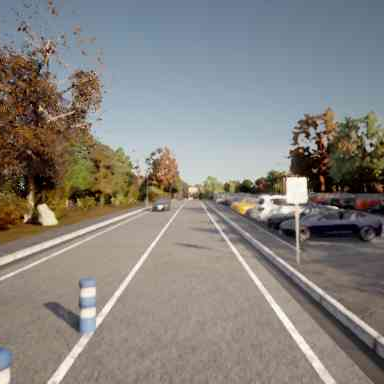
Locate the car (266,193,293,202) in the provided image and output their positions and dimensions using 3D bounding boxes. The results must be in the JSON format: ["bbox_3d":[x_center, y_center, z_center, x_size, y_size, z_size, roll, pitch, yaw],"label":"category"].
[{"bbox_3d":[20.342,1.185,77.412,5.566,2.045,2.435,0,0,0],"label":"car"}]

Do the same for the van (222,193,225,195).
[{"bbox_3d":[7.183,1.173,49.763,4.442,1.987,1.878,0,0,0],"label":"van"}]

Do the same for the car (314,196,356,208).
[{"bbox_3d":[20.128,1.388,46.815,5.008,1.535,2.097,0,0,0],"label":"car"}]

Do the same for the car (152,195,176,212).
[{"bbox_3d":[-3.315,1.413,37.182,2.128,1.511,4.902,0,0,0],"label":"car"}]

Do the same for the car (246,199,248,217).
[{"bbox_3d":[7.049,1.491,24.788,5.366,1.575,1.946,0,0,0],"label":"car"}]

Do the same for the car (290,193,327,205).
[{"bbox_3d":[20.184,1.154,57.895,5.566,2.045,2.435,0,0,0],"label":"car"}]

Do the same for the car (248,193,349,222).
[{"bbox_3d":[6.869,1.263,22.012,5.566,2.045,2.435,0,0,0],"label":"car"}]

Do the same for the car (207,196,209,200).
[{"bbox_3d":[7.387,1.204,85.853,5.566,2.045,2.435,0,0,0],"label":"car"}]

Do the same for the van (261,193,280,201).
[{"bbox_3d":[20.321,1.223,85.731,4.442,1.987,1.878,0,-1,0],"label":"van"}]

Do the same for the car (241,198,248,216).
[{"bbox_3d":[6.892,1.475,27.566,4.892,1.521,2.231,0,0,0],"label":"car"}]

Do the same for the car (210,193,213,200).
[{"bbox_3d":[7.038,1.426,69.198,5.366,1.575,1.946,0,0,0],"label":"car"}]

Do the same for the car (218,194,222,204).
[{"bbox_3d":[7.059,1.433,52.540,4.792,1.488,2.163,0,0,0],"label":"car"}]

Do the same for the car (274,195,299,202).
[{"bbox_3d":[20.322,1.467,71.745,4.674,1.452,2.002,0,0,0],"label":"car"}]

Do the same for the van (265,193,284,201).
[{"bbox_3d":[20.531,1.219,82.826,4.442,1.987,1.878,0,0,0],"label":"van"}]

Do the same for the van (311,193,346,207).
[{"bbox_3d":[20.261,1.167,49.584,4.442,1.987,1.878,0,0,0],"label":"van"}]

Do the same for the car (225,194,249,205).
[{"bbox_3d":[6.993,1.396,41.435,4.892,1.521,2.231,0,0,0],"label":"car"}]

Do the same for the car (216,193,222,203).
[{"bbox_3d":[7.104,1.442,58.092,4.792,1.488,2.163,0,0,0],"label":"car"}]

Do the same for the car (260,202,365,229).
[{"bbox_3d":[6.824,1.533,19.238,5.008,1.535,2.097,0,0,0],"label":"car"}]

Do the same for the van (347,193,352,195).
[{"bbox_3d":[19.991,1.161,44.030,4.442,1.987,1.878,0,0,0],"label":"van"}]

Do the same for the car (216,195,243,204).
[{"bbox_3d":[7.185,1.422,63.644,4.892,1.521,2.231,0,0,0],"label":"car"}]

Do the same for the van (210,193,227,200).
[{"bbox_3d":[7.287,1.312,91.390,4.442,1.987,1.878,0,-1,0],"label":"van"}]

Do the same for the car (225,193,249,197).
[{"bbox_3d":[7.052,1.268,44.214,4.553,1.767,2.185,0,0,0],"label":"car"}]

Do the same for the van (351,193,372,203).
[{"bbox_3d":[20.150,1.184,35.865,4.442,1.987,1.878,0,0,0],"label":"van"}]

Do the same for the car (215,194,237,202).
[{"bbox_3d":[7.215,1.308,71.973,4.553,1.767,2.185,0,0,0],"label":"car"}]

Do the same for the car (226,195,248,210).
[{"bbox_3d":[6.769,1.413,36.016,5.366,1.575,1.946,0,0,0],"label":"car"}]

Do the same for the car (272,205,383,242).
[{"bbox_3d":[6.767,1.583,16.462,4.792,1.488,2.163,0,0,0],"label":"car"}]

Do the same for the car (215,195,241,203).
[{"bbox_3d":[7.195,1.426,66.420,4.892,1.521,2.231,0,0,0],"label":"car"}]

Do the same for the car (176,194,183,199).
[{"bbox_3d":[-3.005,1.186,77.867,1.812,1.442,4.674,0,0,0],"label":"car"}]

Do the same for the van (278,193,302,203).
[{"bbox_3d":[20.420,1.197,69.101,4.442,1.987,1.878,0,0,0],"label":"van"}]

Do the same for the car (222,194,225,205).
[{"bbox_3d":[7.073,1.424,46.987,4.792,1.488,2.163,0,0,0],"label":"car"}]

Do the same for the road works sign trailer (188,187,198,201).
[{"bbox_3d":[0.280,0.500,86.246,2.380,3.560,2.880,0,-1,-1],"label":"road works sign trailer"}]

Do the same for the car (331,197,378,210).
[{"bbox_3d":[20.107,1.418,41.278,4.792,1.488,2.163,0,0,0],"label":"car"}]

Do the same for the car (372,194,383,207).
[{"bbox_3d":[20.016,1.197,30.202,5.566,2.045,2.435,0,0,0],"label":"car"}]

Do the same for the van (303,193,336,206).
[{"bbox_3d":[20.050,1.171,52.357,4.442,1.987,1.878,0,0,0],"label":"van"}]

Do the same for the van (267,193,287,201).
[{"bbox_3d":[20.510,1.214,80.181,4.442,1.987,1.878,0,0,0],"label":"van"}]

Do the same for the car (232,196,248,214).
[{"bbox_3d":[6.723,1.451,30.343,5.366,1.575,1.946,0,0,0],"label":"car"}]

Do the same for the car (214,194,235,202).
[{"bbox_3d":[7.237,1.312,74.749,4.553,1.767,2.185,0,0,0],"label":"car"}]

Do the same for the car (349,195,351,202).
[{"bbox_3d":[20.085,1.426,38.638,4.792,1.488,2.163,0,0,0],"label":"car"}]

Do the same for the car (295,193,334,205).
[{"bbox_3d":[20.162,1.150,55.125,5.566,2.045,2.435,0,0,0],"label":"car"}]

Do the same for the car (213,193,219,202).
[{"bbox_3d":[6.971,1.414,60.870,5.366,1.575,1.946,0,0,0],"label":"car"}]

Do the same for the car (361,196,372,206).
[{"bbox_3d":[19.982,1.458,32.974,4.792,1.488,2.163,0,0,0],"label":"car"}]

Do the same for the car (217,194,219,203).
[{"bbox_3d":[7.082,1.437,55.316,4.792,1.488,2.163,0,0,0],"label":"car"}]

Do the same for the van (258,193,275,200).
[{"bbox_3d":[20.365,1.303,91.122,4.442,1.987,1.878,0,-1,0],"label":"van"}]
